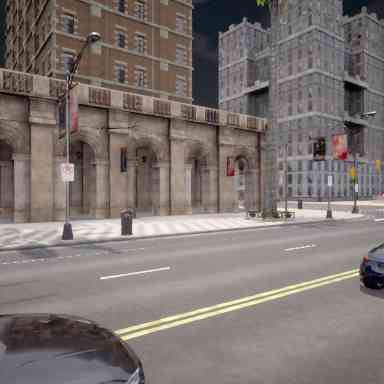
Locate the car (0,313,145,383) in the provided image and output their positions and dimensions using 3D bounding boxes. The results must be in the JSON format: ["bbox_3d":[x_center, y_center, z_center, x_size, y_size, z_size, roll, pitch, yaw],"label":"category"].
[{"bbox_3d":[-2.607,1.492,1.890,4.902,1.511,2.128,0,0,-35],"label":"car"}]

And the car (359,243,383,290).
[{"bbox_3d":[5.843,1.564,7.911,4.181,1.385,1.994,0,0,-36],"label":"car"}]
